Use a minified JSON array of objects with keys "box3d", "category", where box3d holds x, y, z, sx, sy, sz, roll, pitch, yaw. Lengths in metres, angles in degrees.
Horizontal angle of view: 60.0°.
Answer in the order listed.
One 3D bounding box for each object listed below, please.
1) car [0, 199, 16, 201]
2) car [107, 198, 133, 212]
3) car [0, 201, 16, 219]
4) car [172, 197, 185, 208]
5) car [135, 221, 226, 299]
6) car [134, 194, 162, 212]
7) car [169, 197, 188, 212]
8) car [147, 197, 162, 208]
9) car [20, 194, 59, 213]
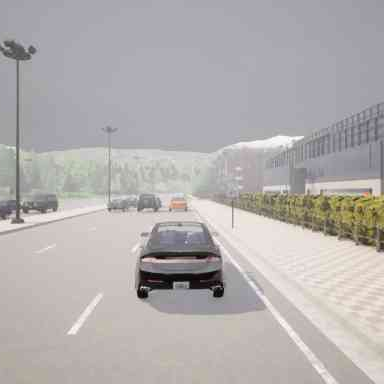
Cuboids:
[{"box3d":[-20.033,1.505,35.439,1.837,1.490,4.892,0,0,-2],"category":"car"},{"box3d":[-8.603,1.547,39.147,2.033,1.411,5.357,0,0,-2],"category":"car"},{"box3d":[-16.184,1.601,26.146,1.895,1.301,4.718,0,0,-2],"category":"car"},{"box3d":[-2.002,1.505,49.736,1.837,1.490,4.892,0,0,-2],"category":"car"},{"box3d":[-0.307,1.492,8.496,2.128,1.511,4.902,0,0,-3],"category":"car"},{"box3d":[-5.091,1.221,38.895,2.150,2.045,5.566,0,0,-2],"category":"car"},{"box3d":[-1.618,1.352,39.687,2.097,1.767,4.553,0,0,-2],"category":"car"},{"box3d":[-5.498,1.478,49.575,1.882,1.535,5.008,0,0,-2],"category":"car"},{"box3d":[-16.570,1.221,36.632,2.150,2.045,5.566,0,0,-3],"category":"car"}]
